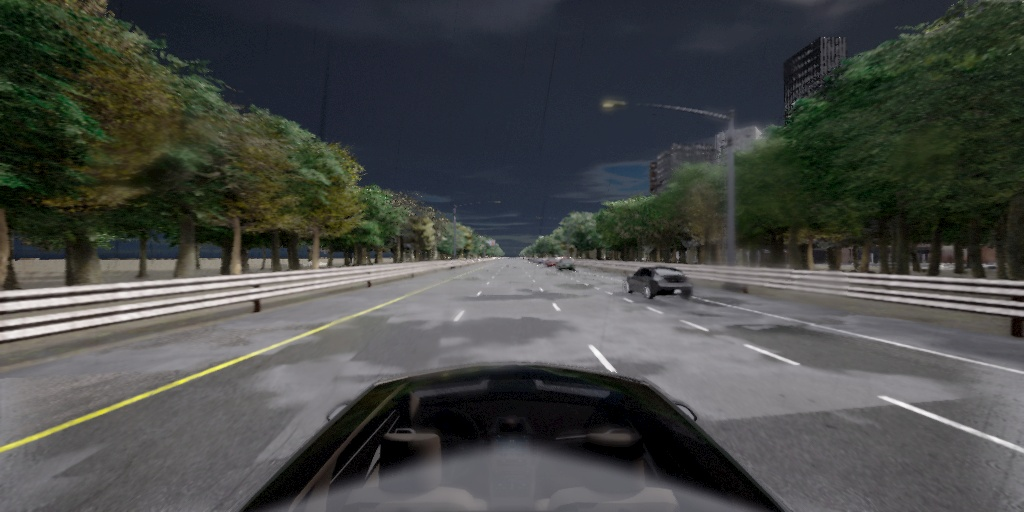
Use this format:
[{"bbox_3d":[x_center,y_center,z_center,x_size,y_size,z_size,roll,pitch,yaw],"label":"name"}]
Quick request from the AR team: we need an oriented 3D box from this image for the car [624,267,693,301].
[{"bbox_3d":[6.996,1.261,17.543,1.837,1.490,4.892,0,0,0],"label":"car"}]

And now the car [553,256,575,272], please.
[{"bbox_3d":[7.008,1.134,47.417,2.097,1.767,4.553,0,0,0],"label":"car"}]

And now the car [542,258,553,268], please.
[{"bbox_3d":[7.053,1.159,64.443,2.097,1.767,4.553,0,0,0],"label":"car"}]
